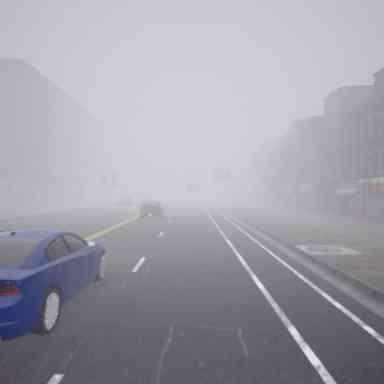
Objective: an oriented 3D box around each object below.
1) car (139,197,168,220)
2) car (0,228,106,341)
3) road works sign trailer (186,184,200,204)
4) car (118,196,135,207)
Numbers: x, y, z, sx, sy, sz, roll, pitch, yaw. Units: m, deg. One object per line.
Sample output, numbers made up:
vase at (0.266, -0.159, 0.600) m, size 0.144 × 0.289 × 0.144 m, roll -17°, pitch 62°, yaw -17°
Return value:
car at (-3.148, 1.457, 27.392) m, size 1.837 × 1.490 × 4.892 m, roll 0°, pitch 0°, yaw 0°
car at (-3.152, 1.463, 6.683) m, size 1.882 × 1.535 × 5.008 m, roll 0°, pitch 0°, yaw 0°
road works sign trailer at (0.011, 0.411, 60.642) m, size 2.380 × 3.560 × 2.880 m, roll 0°, pitch 0°, yaw 0°
car at (-9.806, 1.446, 50.036) m, size 1.837 × 1.490 × 4.892 m, roll 0°, pitch 0°, yaw 0°
